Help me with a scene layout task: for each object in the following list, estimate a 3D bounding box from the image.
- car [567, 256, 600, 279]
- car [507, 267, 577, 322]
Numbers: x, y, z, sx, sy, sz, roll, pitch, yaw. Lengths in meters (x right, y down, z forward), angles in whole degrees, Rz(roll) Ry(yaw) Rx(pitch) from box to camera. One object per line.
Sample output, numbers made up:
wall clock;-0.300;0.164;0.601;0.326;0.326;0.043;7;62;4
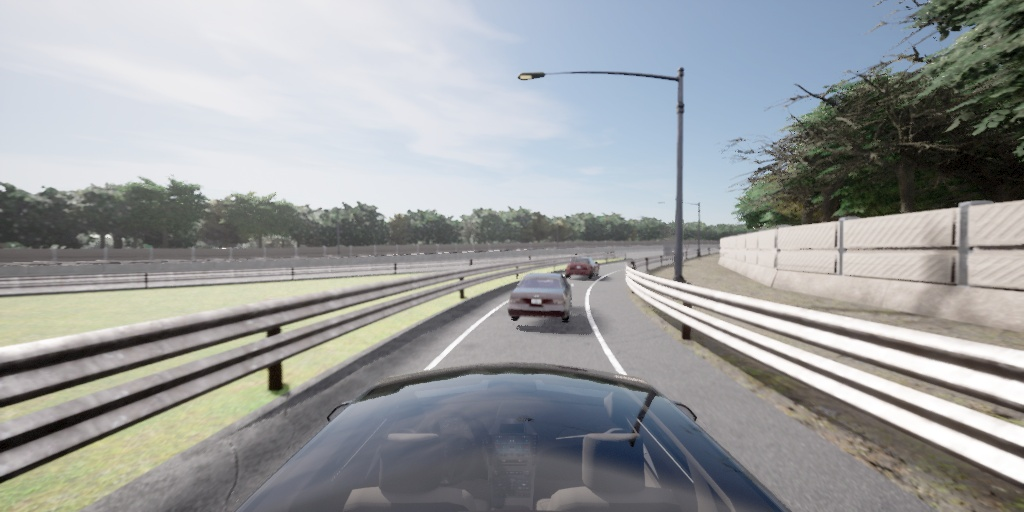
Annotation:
car;5.910;0.838;29.548;2.097;1.767;4.553;1;1;22
car;1.118;1.282;12.388;2.033;1.411;5.357;0;0;10
